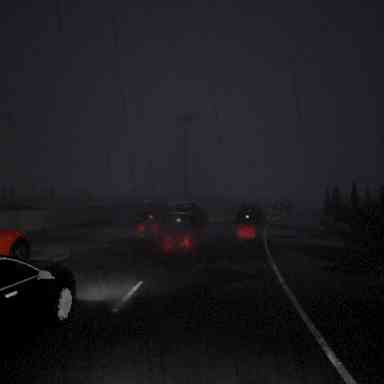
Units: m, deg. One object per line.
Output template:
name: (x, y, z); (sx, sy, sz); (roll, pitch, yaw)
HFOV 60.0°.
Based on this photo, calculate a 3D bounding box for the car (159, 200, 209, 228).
car: (-0.167, 1.483, 22.250); (2.128, 1.511, 4.902); (0, 0, 15)

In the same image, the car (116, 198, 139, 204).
car: (-8.893, 1.556, 48.450); (1.895, 1.301, 4.718); (0, 0, 28)

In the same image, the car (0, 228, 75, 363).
car: (-3.124, 1.494, 4.169); (1.837, 1.490, 4.892); (0, 0, 3)

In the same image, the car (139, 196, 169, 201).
car: (-5.138, 1.317, 48.069); (2.097, 1.767, 4.553); (0, 0, 28)

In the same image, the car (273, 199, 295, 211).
car: (11.418, 1.544, 41.373); (1.812, 1.442, 4.674); (0, 0, 29)

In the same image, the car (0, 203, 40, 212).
car: (-6.240, 1.330, 8.579); (2.097, 1.767, 4.553); (0, 0, 6)

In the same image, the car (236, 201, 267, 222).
car: (4.742, 1.511, 26.372); (1.837, 1.490, 4.892); (0, 1, 18)

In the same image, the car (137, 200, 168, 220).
car: (-2.405, 1.583, 27.152); (1.895, 1.301, 4.718); (0, 0, 17)
